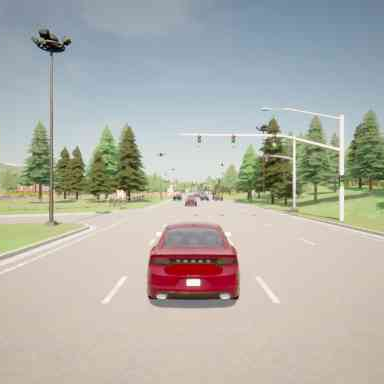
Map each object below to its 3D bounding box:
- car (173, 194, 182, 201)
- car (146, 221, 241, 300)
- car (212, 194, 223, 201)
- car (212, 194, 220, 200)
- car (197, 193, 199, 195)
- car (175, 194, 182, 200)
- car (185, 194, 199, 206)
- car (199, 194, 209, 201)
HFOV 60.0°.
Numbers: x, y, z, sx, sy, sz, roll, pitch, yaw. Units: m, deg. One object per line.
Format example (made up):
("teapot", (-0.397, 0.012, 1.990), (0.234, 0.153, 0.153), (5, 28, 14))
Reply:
("car", (-3.745, 1.469, 83.664), (1.882, 1.535, 5.008), (0, 0, 0))
("car", (0.038, 1.478, 8.459), (1.882, 1.535, 5.008), (0, 0, 0))
("car", (6.755, 1.516, 83.695), (2.128, 1.511, 4.902), (0, 0, 0))
("car", (6.724, 1.372, 94.115), (2.033, 1.411, 5.357), (0, 0, 0))
("car", (3.224, 1.357, 94.105), (2.128, 1.511, 4.902), (0, 0, 0))
("car", (-3.776, 1.310, 94.084), (1.882, 1.535, 5.008), (0, 0, 0))
("car", (-0.155, 1.525, 53.062), (1.812, 1.442, 4.674), (0, 0, 0))
("car", (3.254, 1.516, 84.101), (1.812, 1.442, 4.674), (0, 0, 0))
